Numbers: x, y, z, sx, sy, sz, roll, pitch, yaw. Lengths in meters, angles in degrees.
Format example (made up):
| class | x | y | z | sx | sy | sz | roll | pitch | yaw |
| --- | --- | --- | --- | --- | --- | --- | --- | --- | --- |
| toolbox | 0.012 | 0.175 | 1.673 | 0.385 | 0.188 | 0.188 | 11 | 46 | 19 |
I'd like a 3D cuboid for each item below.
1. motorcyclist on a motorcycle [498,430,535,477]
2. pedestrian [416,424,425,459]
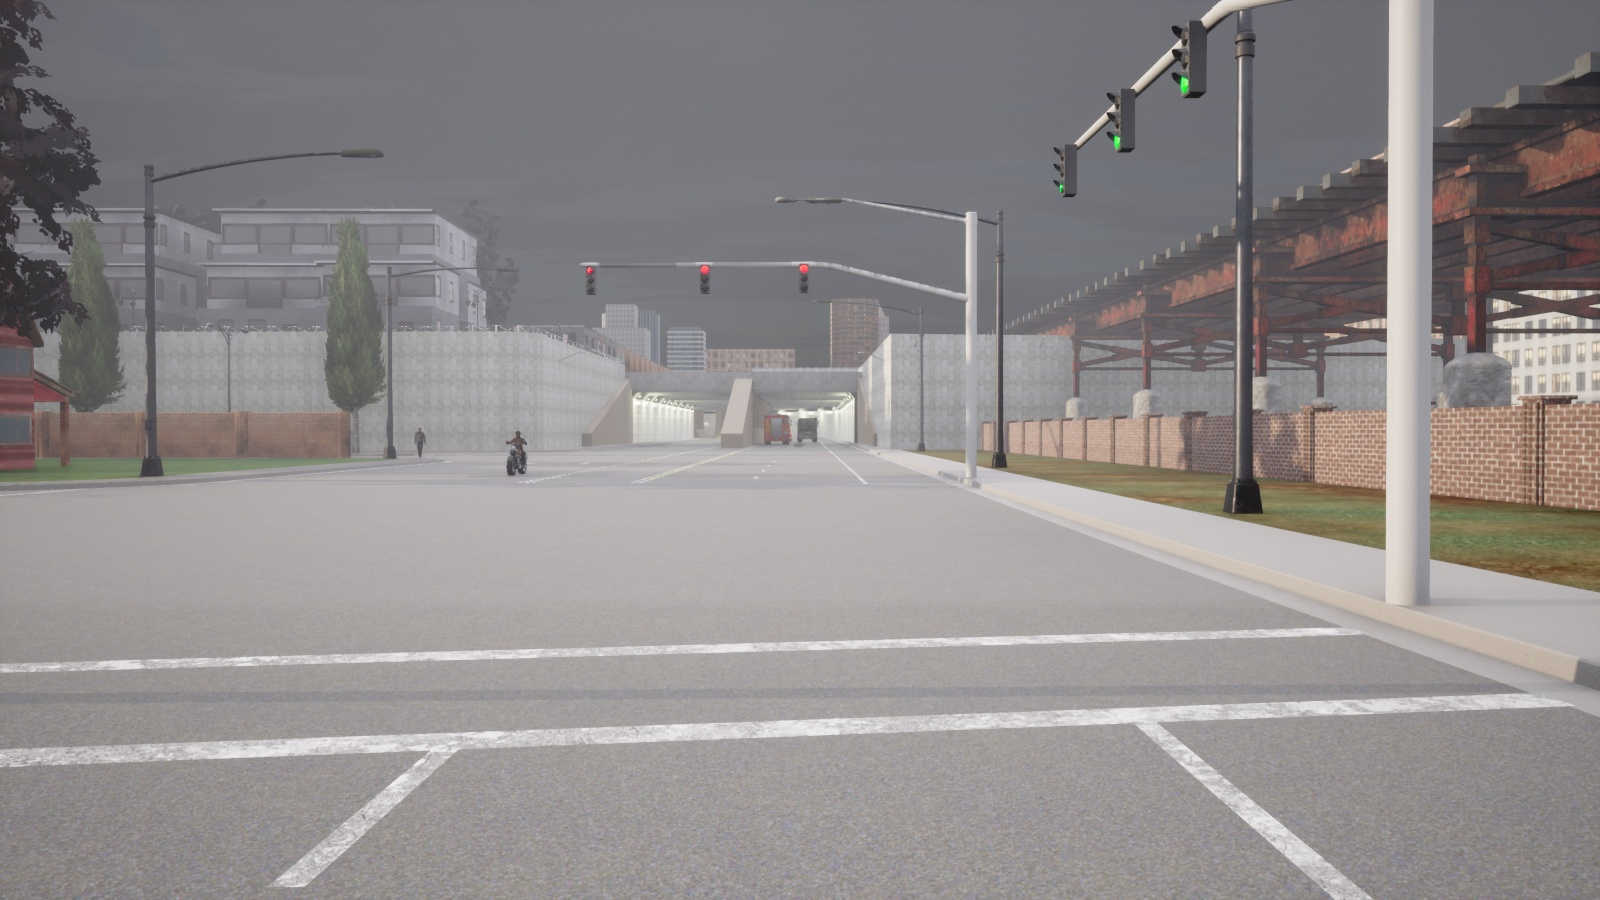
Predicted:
| class | x | y | z | sx | sy | sz | roll | pitch | yaw |
| --- | --- | --- | --- | --- | --- | --- | --- | --- | --- |
| motorcyclist on a motorcycle | -10.224 | 0.095 | 45.335 | 0.766 | 1.649 | 2.350 | 0 | 1 | 0 |
| pedestrian | -21.184 | -0.474 | 70.024 | 0.423 | 1.949 | 0.788 | 0 | 1 | -13 |
